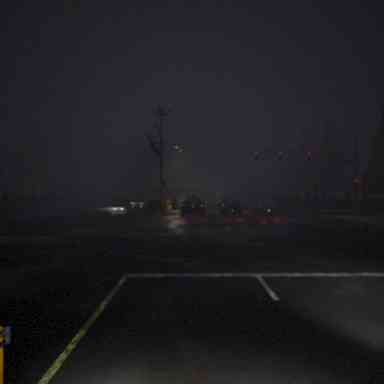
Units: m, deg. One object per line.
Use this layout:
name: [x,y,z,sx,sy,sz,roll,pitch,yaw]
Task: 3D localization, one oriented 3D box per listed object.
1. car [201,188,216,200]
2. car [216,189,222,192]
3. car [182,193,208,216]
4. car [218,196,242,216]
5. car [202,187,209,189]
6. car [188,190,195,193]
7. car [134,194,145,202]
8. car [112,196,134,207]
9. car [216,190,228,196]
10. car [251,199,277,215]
car: [3.409,0.742,72.160,2.097,1.767,4.553,0,3,0]
car: [6.855,0.050,82.230,1.882,1.535,5.008,0,7,0]
car: [0.105,1.281,31.701,2.097,1.767,4.553,0,0,0]
car: [3.606,1.420,31.980,2.128,1.511,4.902,0,0,0]
car: [3.355,-0.204,82.211,2.150,2.045,5.566,0,7,0]
car: [-0.091,0.910,72.182,2.128,1.511,4.902,0,3,0]
car: [-10.564,1.219,65.855,1.812,1.442,4.674,0,2,0]
car: [-10.569,1.381,49.570,2.128,1.511,4.902,0,0,0]
car: [6.908,0.909,72.219,1.812,1.442,4.674,0,3,0]
car: [7.106,1.452,33.011,1.812,1.442,4.674,0,0,0]
